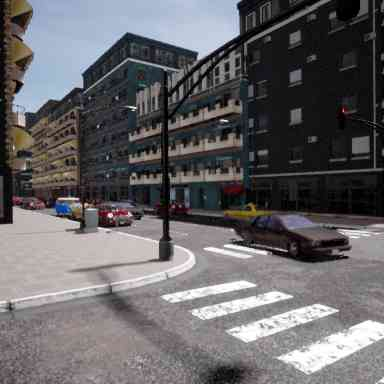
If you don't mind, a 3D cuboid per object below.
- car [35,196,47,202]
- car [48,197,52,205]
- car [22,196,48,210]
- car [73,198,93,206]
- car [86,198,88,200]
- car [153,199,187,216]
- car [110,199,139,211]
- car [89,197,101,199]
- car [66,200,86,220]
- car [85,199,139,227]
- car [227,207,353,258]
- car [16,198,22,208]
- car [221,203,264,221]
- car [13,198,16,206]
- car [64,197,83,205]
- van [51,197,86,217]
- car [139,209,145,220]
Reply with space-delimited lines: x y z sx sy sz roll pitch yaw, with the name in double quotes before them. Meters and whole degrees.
"car" -37.653 1.728 82.837 1.887 1.381 4.507 -1 1 -36
"car" -25.360 1.647 61.197 1.837 1.490 4.892 -1 0 -36
"car" -21.933 1.628 46.452 1.967 1.590 4.097 -1 1 -36
"car" -18.336 1.644 55.828 1.947 1.339 4.313 -1 1 -36
"car" -14.848 1.629 41.041 1.837 1.490 4.892 -1 1 -35
"car" -2.239 1.441 33.321 1.967 1.590 4.097 -1 1 -36
"car" -8.677 1.582 42.324 2.008 1.369 4.403 -1 1 -36
"car" -15.118 1.502 51.326 1.967 1.590 4.097 -1 1 -36
"car" -8.954 1.652 28.309 1.752 1.417 4.829 -1 1 -36
"car" -5.835 1.553 23.946 1.967 1.590 4.097 -1 1 -36
"car" 3.762 1.599 13.600 2.033 1.411 5.357 -1 0 -23
"car" -25.151 1.770 50.954 1.947 1.339 4.313 -1 1 -36
"car" 4.103 1.498 24.458 1.752 1.417 4.829 -1 1 -36
"car" -31.590 1.783 59.957 1.887 1.381 4.507 -1 1 -36
"car" -21.555 1.646 60.330 2.008 1.369 4.403 -1 1 -36
"van" -12.276 1.483 32.947 1.690 1.788 3.998 -1 1 -36
"car" -6.056 1.632 28.710 2.033 1.411 5.357 -1 0 -36
